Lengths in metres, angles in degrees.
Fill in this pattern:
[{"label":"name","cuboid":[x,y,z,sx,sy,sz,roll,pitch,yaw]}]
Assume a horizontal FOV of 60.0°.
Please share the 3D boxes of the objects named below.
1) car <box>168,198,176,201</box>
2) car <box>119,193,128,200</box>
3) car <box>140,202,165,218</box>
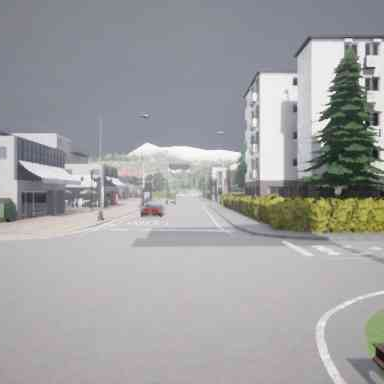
[{"label":"car","cuboid":[-3.550,1.351,56.213,2.128,1.511,4.902,0,0,0]},{"label":"car","cuboid":[-19.004,1.483,91.838,2.007,1.523,4.514,0,0,0]},{"label":"car","cuboid":[-3.527,1.606,30.326,1.895,1.301,4.718,0,0,0]}]
